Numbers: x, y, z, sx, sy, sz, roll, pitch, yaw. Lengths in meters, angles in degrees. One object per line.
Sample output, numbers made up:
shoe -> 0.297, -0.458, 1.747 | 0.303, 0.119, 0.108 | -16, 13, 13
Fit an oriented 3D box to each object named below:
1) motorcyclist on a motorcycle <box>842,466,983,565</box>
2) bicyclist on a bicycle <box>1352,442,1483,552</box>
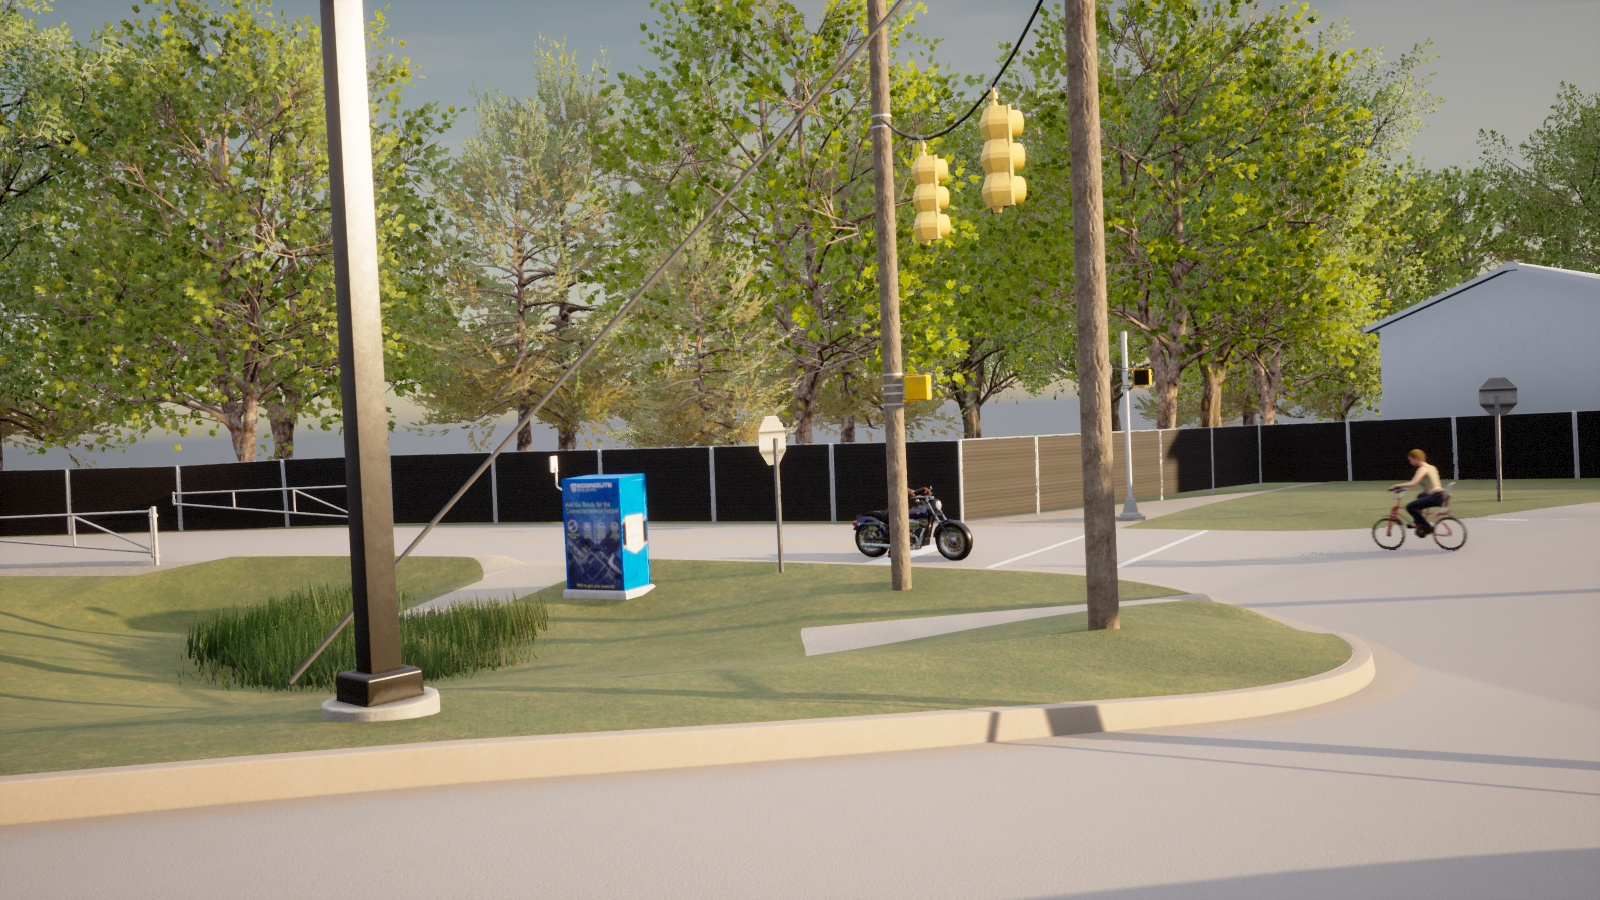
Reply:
motorcyclist on a motorcycle -> 1.991, 1.139, 22.361 | 2.350, 1.649, 0.766 | -1, 3, 32
bicyclist on a bicycle -> 9.772, 0.758, 19.904 | 0.866, 1.612, 1.509 | -6, 0, -39
